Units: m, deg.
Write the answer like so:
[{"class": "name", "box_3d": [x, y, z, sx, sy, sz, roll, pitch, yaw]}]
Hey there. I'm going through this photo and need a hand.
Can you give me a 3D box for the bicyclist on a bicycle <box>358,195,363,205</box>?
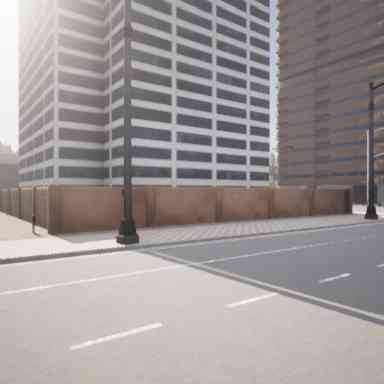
[{"class": "bicyclist on a bicycle", "box_3d": [26.925, 1.299, 53.173, 1.656, 1.620, 0.582, 0, 0, -36]}]
